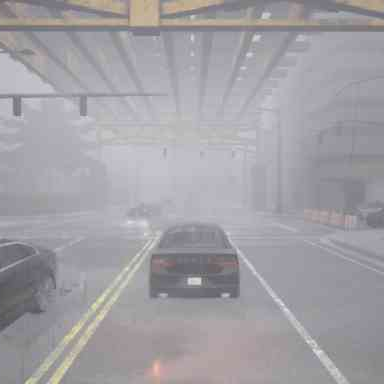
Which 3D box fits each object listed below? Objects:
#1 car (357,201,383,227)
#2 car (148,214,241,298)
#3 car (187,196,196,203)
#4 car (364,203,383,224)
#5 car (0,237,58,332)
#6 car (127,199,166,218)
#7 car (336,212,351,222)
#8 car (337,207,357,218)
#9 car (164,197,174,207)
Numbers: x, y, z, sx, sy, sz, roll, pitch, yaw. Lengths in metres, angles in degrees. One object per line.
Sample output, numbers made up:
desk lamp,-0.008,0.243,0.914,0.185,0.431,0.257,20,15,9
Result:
car,13.212,1.452,20.851,4.974,1.542,2.038,0,0,-20
car,0.052,1.478,8.544,1.882,1.535,5.008,0,0,0
car,-0.063,1.490,66.351,2.128,1.511,4.902,0,0,0
car,13.260,1.295,20.870,4.536,1.218,1.853,0,0,-20
car,-3.611,1.491,4.797,2.128,1.511,4.902,0,0,0
car,-4.164,1.600,29.835,1.895,1.301,4.718,0,0,11
car,13.528,1.452,25.011,4.974,1.542,2.038,0,0,25
car,13.575,1.295,24.990,4.536,1.218,1.853,0,0,25
car,-3.706,1.546,51.296,2.033,1.411,5.357,0,0,0
